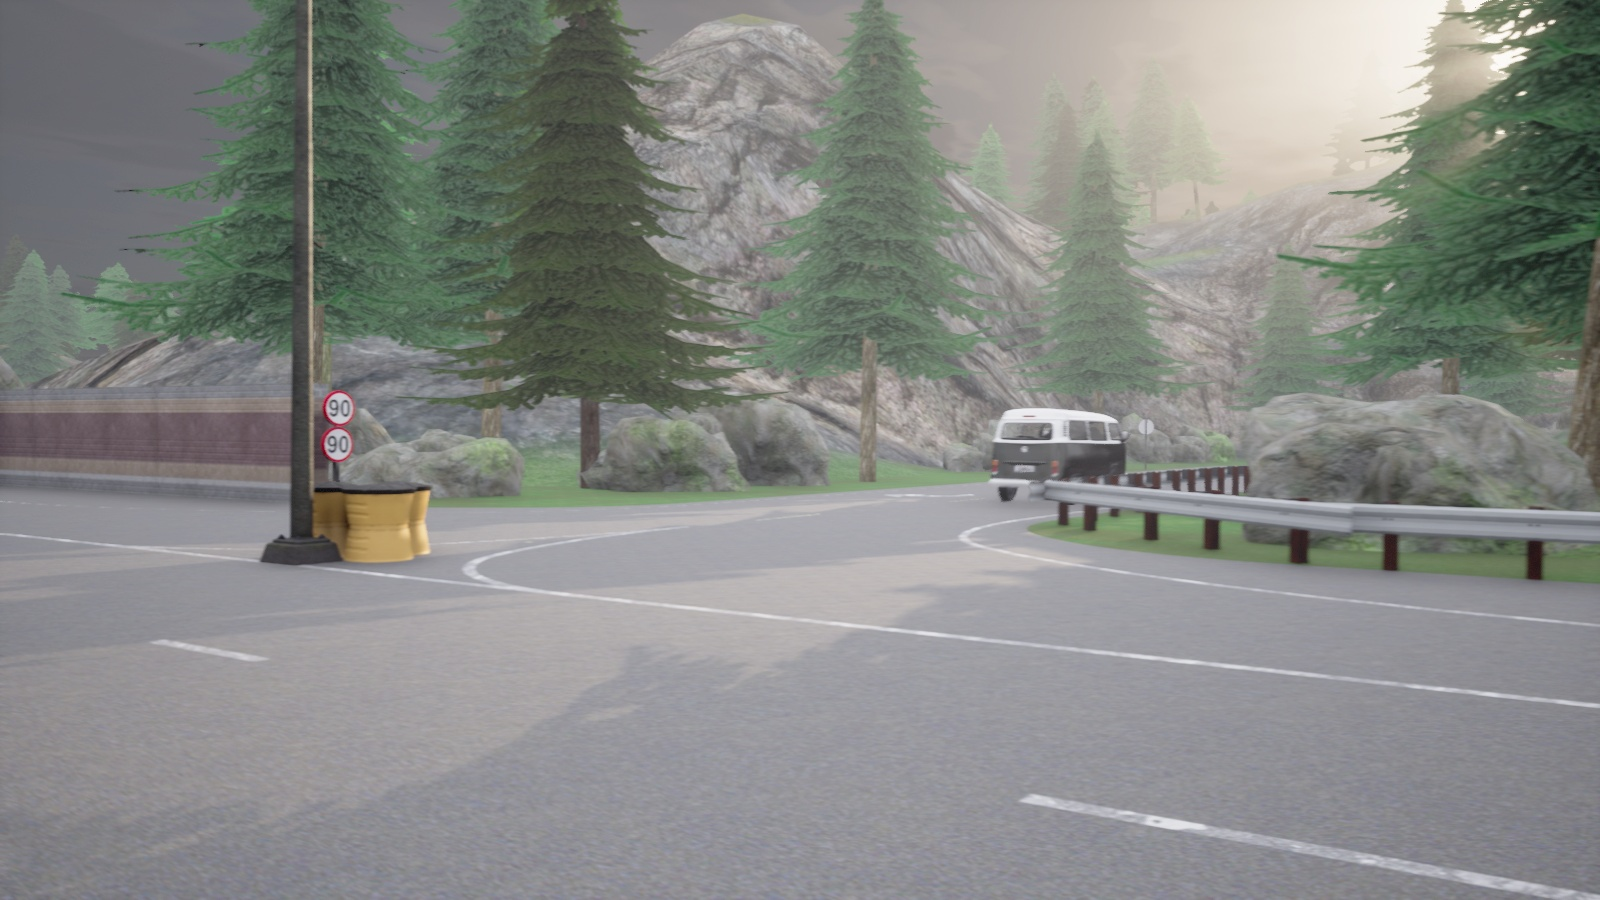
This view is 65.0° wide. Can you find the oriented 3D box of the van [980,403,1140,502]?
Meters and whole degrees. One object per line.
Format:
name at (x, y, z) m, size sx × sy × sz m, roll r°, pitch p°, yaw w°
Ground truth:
van at (5.923, 0.012, 28.184) m, size 2.069 × 2.038 × 4.480 m, roll 0°, pitch 1°, yaw 32°
